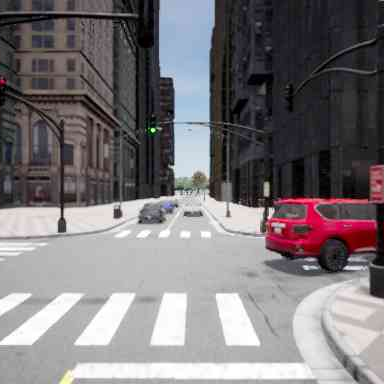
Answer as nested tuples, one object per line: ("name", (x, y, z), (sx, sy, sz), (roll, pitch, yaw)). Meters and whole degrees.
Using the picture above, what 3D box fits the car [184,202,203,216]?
("car", (0.108, 1.718, 34.500), (1.895, 1.301, 4.718), (0, 0, 0))

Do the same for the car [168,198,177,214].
("car", (-3.076, 1.654, 37.760), (1.812, 1.442, 4.674), (0, 0, 0))

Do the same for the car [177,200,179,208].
("car", (-3.036, 1.729, 52.445), (2.033, 1.411, 5.357), (0, 0, 1))

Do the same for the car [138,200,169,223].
("car", (-3.097, 1.594, 26.387), (1.837, 1.490, 4.892), (0, 0, 0))

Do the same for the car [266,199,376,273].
("car", (5.102, 1.240, 10.797), (5.566, 2.045, 2.150), (0, -2, -19))
